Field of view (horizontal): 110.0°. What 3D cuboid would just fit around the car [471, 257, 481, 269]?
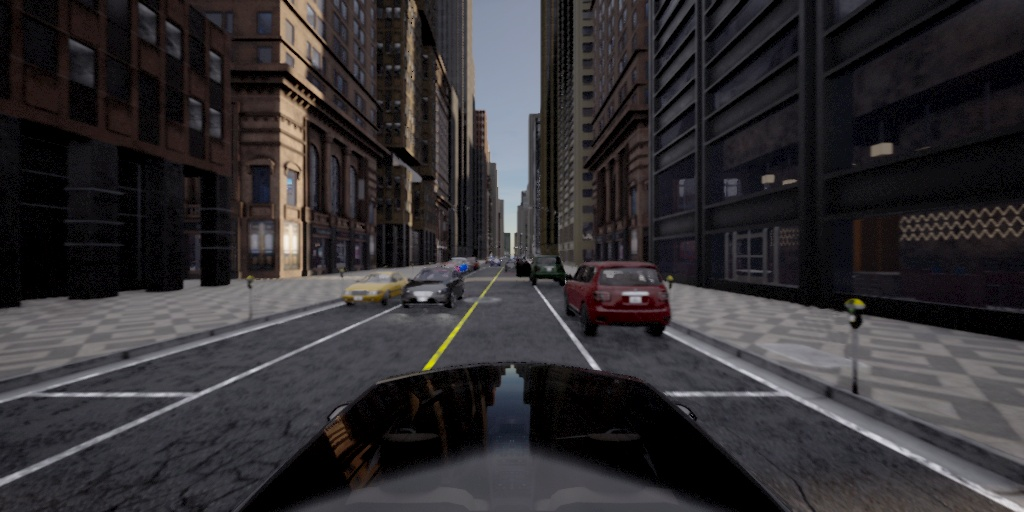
[{"bbox_3d":[-5.766,1.056,49.728,2.192,1.841,5.009,0,0,0],"label":"car"}]

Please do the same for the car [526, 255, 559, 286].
[{"bbox_3d":[2.392,0.963,25.662,2.150,2.045,5.566,0,0,0],"label":"car"}]

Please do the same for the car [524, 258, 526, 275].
[{"bbox_3d":[2.759,1.267,44.292,1.751,1.417,4.829,0,0,0],"label":"car"}]

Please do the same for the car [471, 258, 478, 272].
[{"bbox_3d":[-5.766,1.292,44.110,2.007,1.370,4.403,0,0,0],"label":"car"}]

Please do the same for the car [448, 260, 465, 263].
[{"bbox_3d":[-5.765,1.287,32.873,1.888,1.381,4.507,0,0,0],"label":"car"}]

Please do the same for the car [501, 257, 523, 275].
[{"bbox_3d":[0.012,1.233,46.458,2.128,1.511,4.902,0,0,0],"label":"car"}]

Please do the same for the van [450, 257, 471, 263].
[{"bbox_3d":[-5.765,1.083,38.491,1.690,1.789,3.998,0,0,0],"label":"van"}]

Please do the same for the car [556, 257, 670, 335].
[{"bbox_3d":[2.761,1.060,10.410,2.192,1.841,5.009,0,0,0],"label":"car"}]

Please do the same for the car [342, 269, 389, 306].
[{"bbox_3d":[-5.764,1.270,15.848,1.751,1.417,4.829,0,0,0],"label":"car"}]

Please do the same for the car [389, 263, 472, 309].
[{"bbox_3d":[-3.100,1.236,14.890,2.128,1.511,4.902,0,0,0],"label":"car"}]
